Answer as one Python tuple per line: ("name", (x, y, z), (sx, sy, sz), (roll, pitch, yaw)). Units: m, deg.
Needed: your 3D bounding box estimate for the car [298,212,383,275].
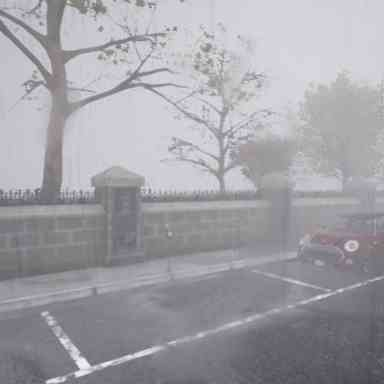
("car", (5.092, 1.397, 10.189), (4.097, 1.590, 1.967), (0, 0, -35))
